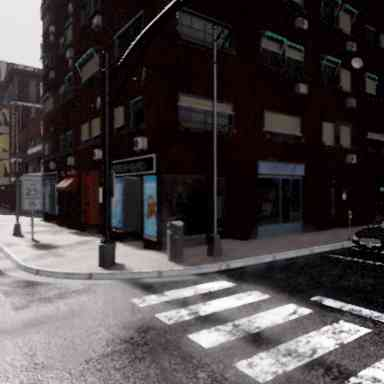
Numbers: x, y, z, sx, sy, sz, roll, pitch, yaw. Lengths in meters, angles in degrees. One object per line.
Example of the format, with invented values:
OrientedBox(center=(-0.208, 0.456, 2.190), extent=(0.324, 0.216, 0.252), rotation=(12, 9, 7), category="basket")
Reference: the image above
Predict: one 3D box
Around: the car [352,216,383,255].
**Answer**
OrientedBox(center=(7.448, 1.481, 11.894), extent=(4.403, 1.369, 2.008), rotation=(0, 0, -36), category="car")
